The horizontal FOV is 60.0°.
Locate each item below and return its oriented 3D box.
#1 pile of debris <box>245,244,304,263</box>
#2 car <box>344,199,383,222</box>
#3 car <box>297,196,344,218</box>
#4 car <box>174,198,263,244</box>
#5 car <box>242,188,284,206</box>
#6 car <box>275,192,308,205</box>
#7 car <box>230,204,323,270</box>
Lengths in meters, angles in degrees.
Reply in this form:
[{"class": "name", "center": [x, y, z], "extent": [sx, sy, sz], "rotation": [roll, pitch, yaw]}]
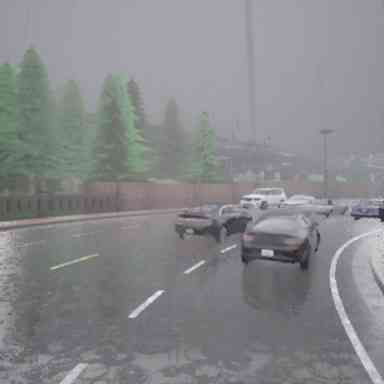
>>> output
[{"class": "pile of debris", "center": [2.731, 1.975, 10.836], "extent": [1.500, 0.140, 1.860], "rotation": [1, 1, 27]}, {"class": "car", "center": [12.370, 1.176, 22.312], "extent": [2.033, 1.411, 5.357], "rotation": [1, 2, 44]}, {"class": "car", "center": [9.961, 1.167, 24.817], "extent": [1.895, 1.301, 4.718], "rotation": [1, 2, 43]}, {"class": "car", "center": [1.116, 1.212, 14.280], "extent": [2.128, 1.511, 4.902], "rotation": [1, 1, 30]}, {"class": "car", "center": [6.973, 0.634, 32.024], "extent": [2.150, 2.045, 5.566], "rotation": [1, 1, 44]}, {"class": "car", "center": [9.676, 0.992, 29.790], "extent": [1.812, 1.442, 4.674], "rotation": [1, 1, 44]}, {"class": "car", "center": [2.862, 1.335, 10.414], "extent": [1.812, 1.442, 4.674], "rotation": [1, 1, 25]}]
